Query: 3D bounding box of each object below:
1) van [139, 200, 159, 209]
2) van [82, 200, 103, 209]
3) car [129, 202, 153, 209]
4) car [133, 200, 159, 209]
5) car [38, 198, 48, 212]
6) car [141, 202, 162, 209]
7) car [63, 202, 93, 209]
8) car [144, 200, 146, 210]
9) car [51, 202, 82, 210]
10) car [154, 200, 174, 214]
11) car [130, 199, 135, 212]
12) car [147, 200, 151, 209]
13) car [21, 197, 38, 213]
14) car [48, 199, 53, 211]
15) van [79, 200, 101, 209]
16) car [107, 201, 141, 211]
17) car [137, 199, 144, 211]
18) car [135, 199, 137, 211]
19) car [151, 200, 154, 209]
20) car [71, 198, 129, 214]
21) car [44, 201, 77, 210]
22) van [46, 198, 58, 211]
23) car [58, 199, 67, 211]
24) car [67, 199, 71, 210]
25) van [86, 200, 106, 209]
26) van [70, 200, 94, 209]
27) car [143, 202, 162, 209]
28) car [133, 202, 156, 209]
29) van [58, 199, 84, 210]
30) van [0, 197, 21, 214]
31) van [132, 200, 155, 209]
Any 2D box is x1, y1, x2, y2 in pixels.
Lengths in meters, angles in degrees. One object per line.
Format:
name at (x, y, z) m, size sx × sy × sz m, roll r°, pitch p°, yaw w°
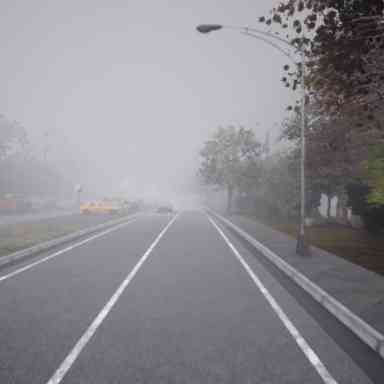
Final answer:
van at (-10.178, 2.935, 78.522) m, size 4.442 × 1.987 × 1.878 m, roll 0°, pitch -3°, yaw 0°
van at (-23.491, 2.942, 78.677) m, size 4.442 × 1.987 × 1.878 m, roll 0°, pitch -3°, yaw 0°
car at (-10.306, 2.769, 67.434) m, size 4.674 × 1.452 × 2.002 m, roll 0°, pitch -2°, yaw 0°
car at (-10.325, 2.772, 75.751) m, size 5.566 × 2.045 × 2.435 m, roll 0°, pitch -3°, yaw 0°
car at (-23.215, 1.990, 45.467) m, size 5.366 × 1.575 × 1.946 m, roll 0°, pitch -2°, yaw 0°
car at (-10.285, 3.436, 84.057) m, size 5.008 × 1.535 × 2.097 m, roll 0°, pitch -3°, yaw 0°
car at (-23.198, 2.732, 67.615) m, size 5.366 × 1.575 × 1.946 m, roll 0°, pitch -2°, yaw 0°
car at (-10.316, 2.303, 53.560) m, size 4.674 × 1.452 × 2.002 m, roll 0°, pitch -2°, yaw 0°
car at (-23.381, 2.550, 62.077) m, size 4.892 × 1.521 × 2.231 m, roll 0°, pitch -2°, yaw 0°
car at (-3.324, 1.941, 41.749) m, size 1.812 × 1.442 × 4.674 m, roll 0°, pitch -2°, yaw 0°
car at (-10.329, 1.900, 42.467) m, size 5.008 × 1.535 × 2.097 m, roll 0°, pitch -2°, yaw 0°
car at (-10.315, 2.449, 59.111) m, size 5.008 × 1.535 × 2.097 m, roll 0°, pitch -2°, yaw 0°
car at (-23.430, 1.655, 42.707) m, size 5.566 × 2.045 × 2.435 m, roll 0°, pitch -2°, yaw 0°
car at (-23.391, 2.085, 48.232) m, size 4.892 × 1.521 × 2.231 m, roll 0°, pitch -2°, yaw 0°
van at (-23.260, 2.798, 75.777) m, size 4.442 × 1.987 × 1.878 m, roll 0°, pitch -2°, yaw 0°
car at (-10.345, 2.199, 50.787) m, size 4.792 × 1.488 × 2.163 m, roll 0°, pitch -2°, yaw 0°
car at (-10.290, 1.825, 48.021) m, size 5.566 × 2.045 × 2.435 m, roll 0°, pitch -2°, yaw 0°
car at (-10.351, 1.861, 45.247) m, size 4.553 × 1.767 × 2.185 m, roll 0°, pitch -2°, yaw 0°
car at (-10.275, 2.665, 64.658) m, size 4.792 × 1.488 × 2.163 m, roll 0°, pitch -2°, yaw 0°
car at (-10.141, 1.750, 36.928) m, size 5.366 × 1.575 × 1.946 m, roll 0°, pitch -2°, yaw 0°
car at (-23.384, 2.456, 59.308) m, size 5.008 × 1.535 × 2.097 m, roll 0°, pitch -2°, yaw 0°
van at (-23.512, 1.951, 51.009) m, size 4.442 × 1.987 × 1.878 m, roll 0°, pitch -2°, yaw 0°
car at (-23.362, 2.144, 53.774) m, size 4.553 × 1.767 × 2.185 m, roll 0°, pitch -2°, yaw 0°
car at (-23.386, 2.358, 56.414) m, size 5.008 × 1.535 × 2.097 m, roll 0°, pitch -2°, yaw 0°
van at (-23.489, 3.074, 81.319) m, size 4.442 × 1.987 × 1.878 m, roll 0°, pitch -3°, yaw 0°
van at (-23.264, 2.602, 70.389) m, size 4.442 × 1.987 × 1.878 m, roll 0°, pitch -2°, yaw 0°
car at (-10.257, 3.448, 86.836) m, size 4.553 × 1.767 × 2.185 m, roll 0°, pitch -3°, yaw 0°
car at (-10.328, 2.945, 72.989) m, size 4.792 × 1.488 × 2.163 m, roll 0°, pitch -2°, yaw 0°
van at (-23.502, 2.416, 64.853) m, size 4.442 × 1.987 × 1.878 m, roll 0°, pitch -2°, yaw 0°
van at (-23.522, 1.600, 39.815) m, size 4.442 × 1.987 × 1.878 m, roll 0°, pitch -2°, yaw 0°
van at (-10.184, 2.596, 70.217) m, size 4.442 × 1.987 × 1.878 m, roll 0°, pitch -2°, yaw 0°
